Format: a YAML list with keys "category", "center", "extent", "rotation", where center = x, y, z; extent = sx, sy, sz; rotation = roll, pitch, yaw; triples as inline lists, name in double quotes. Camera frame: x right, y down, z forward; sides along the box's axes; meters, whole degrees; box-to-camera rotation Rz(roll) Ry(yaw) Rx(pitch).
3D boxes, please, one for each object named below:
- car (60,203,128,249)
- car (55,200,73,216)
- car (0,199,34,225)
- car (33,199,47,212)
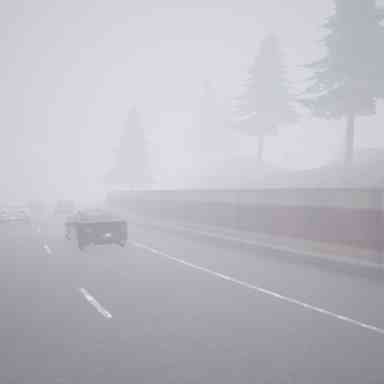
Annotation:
- category: "car"
  center: [-4.356, 1.477, 14.711]
  extent: [1.882, 1.535, 5.008]
  rotation: [0, 0, -29]
- category: "car"
  center: [-12.652, 1.547, 33.266]
  extent: [2.033, 1.411, 5.357]
  rotation: [0, 0, -19]
- category: "car"
  center: [-12.918, 1.525, 24.472]
  extent: [1.812, 1.442, 4.674]
  rotation: [0, 0, -23]
- category: "car"
  center: [-17.889, 1.547, 38.144]
  extent: [2.033, 1.411, 5.357]
  rotation: [0, 0, -17]
